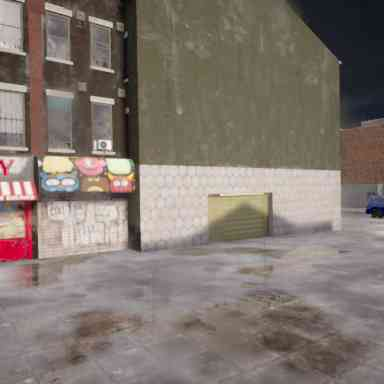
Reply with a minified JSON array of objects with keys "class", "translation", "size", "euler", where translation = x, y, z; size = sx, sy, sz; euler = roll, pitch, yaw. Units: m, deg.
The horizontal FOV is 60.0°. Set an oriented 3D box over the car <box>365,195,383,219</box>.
[{"class":"car","translation":[17.594,1.325,27.899],"size":[2.150,2.045,5.566],"euler":[-1,1,-35]}]
